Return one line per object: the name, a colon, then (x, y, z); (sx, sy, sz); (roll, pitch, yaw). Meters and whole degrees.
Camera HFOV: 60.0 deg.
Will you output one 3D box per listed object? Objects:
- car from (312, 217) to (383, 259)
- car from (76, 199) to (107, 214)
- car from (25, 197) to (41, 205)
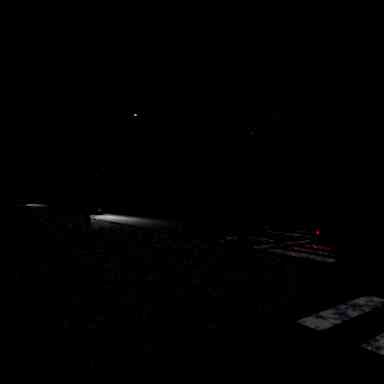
car: (6.475, 1.512, 10.291); (2.033, 1.411, 5.357); (1, 0, -36)
car: (-10.210, 1.457, 33.567); (2.128, 1.511, 4.902); (1, 0, -36)
car: (-27.793, 1.536, 58.105); (1.994, 1.385, 4.181); (1, 0, -36)
